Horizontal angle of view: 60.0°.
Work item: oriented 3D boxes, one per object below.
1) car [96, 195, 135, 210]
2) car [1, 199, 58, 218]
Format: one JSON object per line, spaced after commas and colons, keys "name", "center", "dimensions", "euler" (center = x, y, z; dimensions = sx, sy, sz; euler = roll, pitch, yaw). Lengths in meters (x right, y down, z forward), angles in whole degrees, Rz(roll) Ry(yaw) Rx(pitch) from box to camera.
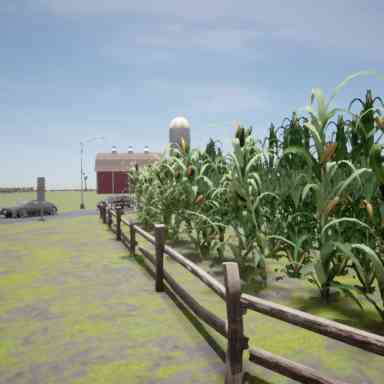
{"name": "car", "center": [-8.140, 1.078, 35.829], "dimensions": [1.837, 1.490, 4.892], "euler": [-1, 1, 29]}
{"name": "car", "center": [-13.221, 1.308, 27.203], "dimensions": [1.994, 1.385, 4.181], "euler": [-1, 1, 32]}
